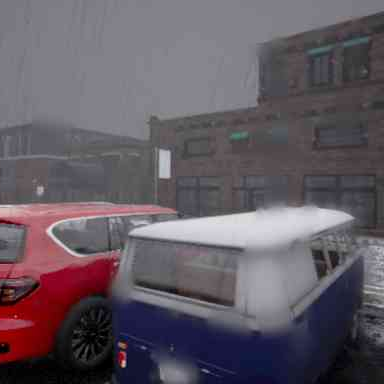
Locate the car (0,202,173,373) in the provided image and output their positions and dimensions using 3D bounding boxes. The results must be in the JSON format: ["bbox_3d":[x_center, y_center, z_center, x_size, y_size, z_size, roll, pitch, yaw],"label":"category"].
[{"bbox_3d":[-1.207,1.227,6.041,2.435,2.045,5.566,0,0,35],"label":"car"}]

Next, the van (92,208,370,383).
[{"bbox_3d":[1.110,1.254,4.497,1.878,1.987,4.442,0,0,35],"label":"van"}]
